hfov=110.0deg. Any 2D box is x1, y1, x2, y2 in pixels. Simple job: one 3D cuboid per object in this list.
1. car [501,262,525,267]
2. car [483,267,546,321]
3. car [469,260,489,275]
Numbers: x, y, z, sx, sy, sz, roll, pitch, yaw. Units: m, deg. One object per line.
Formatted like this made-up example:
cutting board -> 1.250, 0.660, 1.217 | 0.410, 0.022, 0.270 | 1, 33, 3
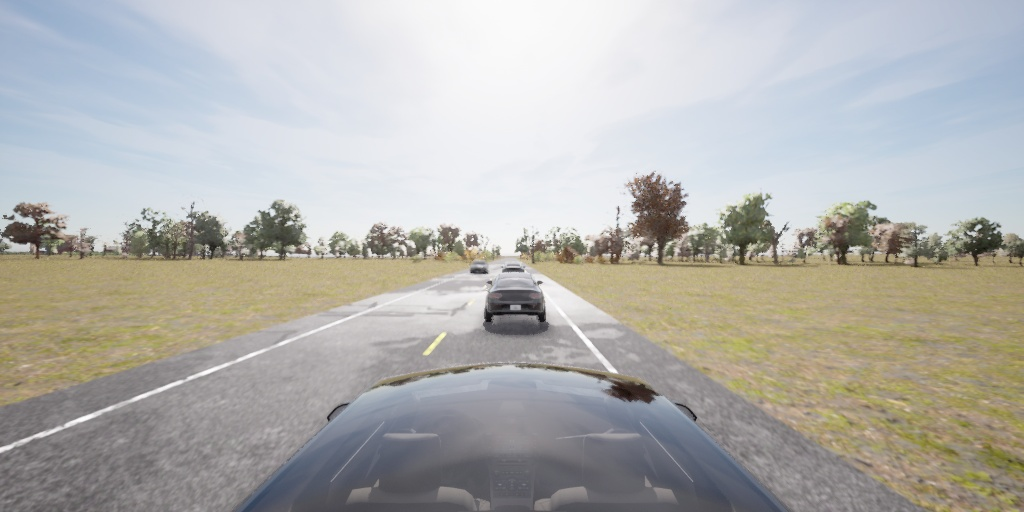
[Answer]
car -> 0.107, 1.257, 30.309 | 1.837, 1.490, 4.892 | 0, 0, 0
car -> 0.103, 1.277, 12.345 | 1.812, 1.442, 4.674 | 0, 0, 0
car -> -3.581, 1.257, 39.801 | 1.837, 1.490, 4.892 | 0, 0, 0
